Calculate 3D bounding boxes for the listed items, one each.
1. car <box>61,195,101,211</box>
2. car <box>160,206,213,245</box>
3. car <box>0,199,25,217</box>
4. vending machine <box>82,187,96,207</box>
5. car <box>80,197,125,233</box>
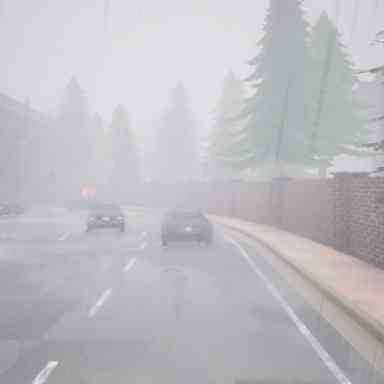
[{"bbox_3d":[-9.269,0.970,29.487,5.357,1.411,2.033,1,1,34],"label":"car"},{"bbox_3d":[-0.321,1.285,14.072,1.994,1.385,4.181,0,1,-5],"label":"car"},{"bbox_3d":[-14.257,1.132,24.045,4.718,1.301,1.895,1,1,29],"label":"car"},{"bbox_3d":[-10.719,0.516,34.692,0.880,2.100,1.100,1,1,26],"label":"vending machine"},{"bbox_3d":[-4.586,1.205,17.413,2.033,1.411,5.357,0,1,-16],"label":"car"}]
